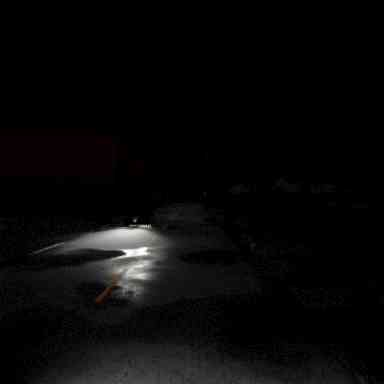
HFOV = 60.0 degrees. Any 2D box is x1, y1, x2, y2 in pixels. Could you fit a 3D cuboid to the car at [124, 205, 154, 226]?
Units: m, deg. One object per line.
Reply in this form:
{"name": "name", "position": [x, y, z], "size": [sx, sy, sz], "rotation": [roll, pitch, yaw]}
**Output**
{"name": "car", "position": [-4.136, 1.838, 26.638], "size": [2.128, 1.511, 4.902], "rotation": [0, -1, 0]}
